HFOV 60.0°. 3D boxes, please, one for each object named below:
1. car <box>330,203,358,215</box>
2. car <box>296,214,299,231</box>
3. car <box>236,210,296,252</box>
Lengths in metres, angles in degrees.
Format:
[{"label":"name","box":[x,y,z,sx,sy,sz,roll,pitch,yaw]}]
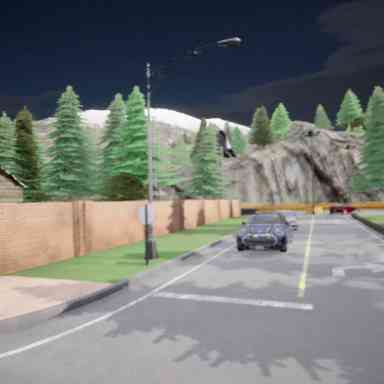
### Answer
[{"label":"car","box":[20.820,2.263,45.589,5.008,1.535,1.882,0,-3,-38]},{"label":"car","box":[7.054,2.071,25.063,1.812,1.442,4.674,-2,-2,20]},{"label":"car","box":[3.524,1.724,15.712,2.097,1.767,4.553,-2,-2,21]}]
